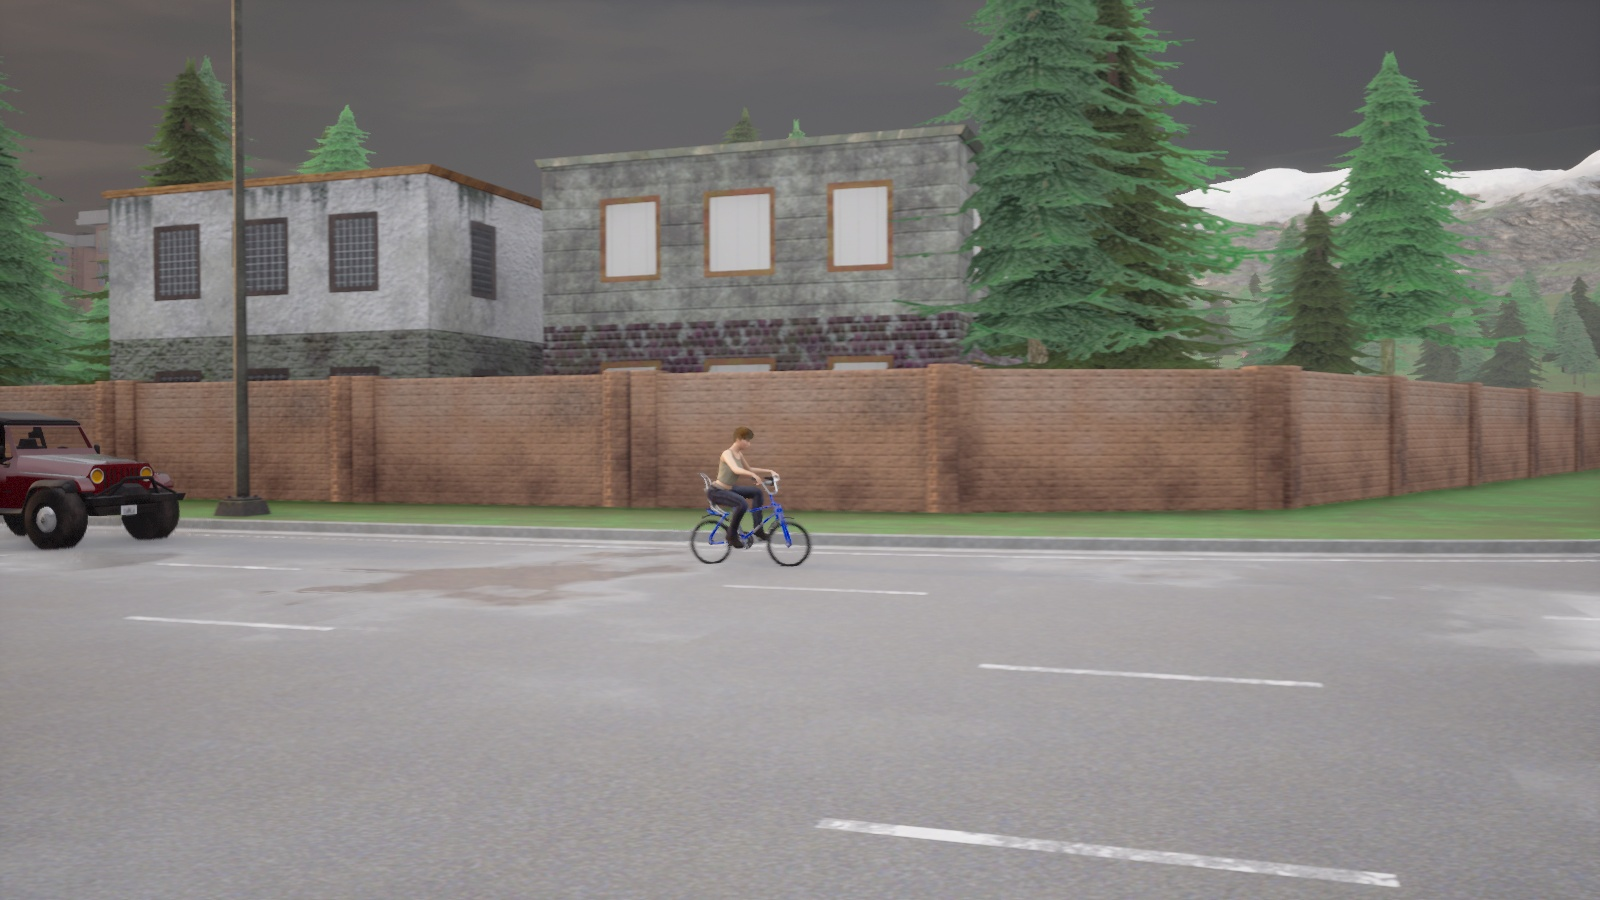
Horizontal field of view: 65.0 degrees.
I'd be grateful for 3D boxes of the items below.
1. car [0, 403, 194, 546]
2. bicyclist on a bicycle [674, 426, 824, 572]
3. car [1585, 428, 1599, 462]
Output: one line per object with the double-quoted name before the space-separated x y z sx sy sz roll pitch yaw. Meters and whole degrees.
"car" -10.939 0.294 17.947 3.866 1.878 1.905 1 1 19
"bicyclist on a bicycle" -0.582 0.529 14.469 1.509 1.612 0.866 1 1 19
"car" 42.245 -0.236 62.459 5.027 1.651 2.152 1 1 19
